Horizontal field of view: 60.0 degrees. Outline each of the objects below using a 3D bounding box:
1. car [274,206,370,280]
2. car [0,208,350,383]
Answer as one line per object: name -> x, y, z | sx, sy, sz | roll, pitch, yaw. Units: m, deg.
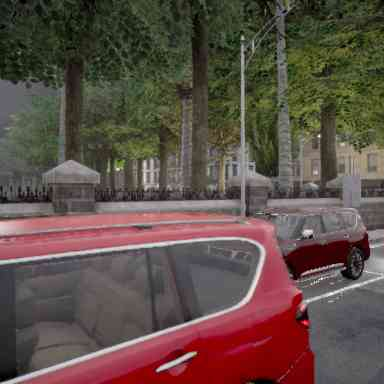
car -> 2.523, 1.314, 8.391 | 5.009, 1.841, 2.192 | 0, 0, -36
car -> -1.518, 1.222, 2.163 | 5.566, 2.045, 2.150 | 0, 0, -36
